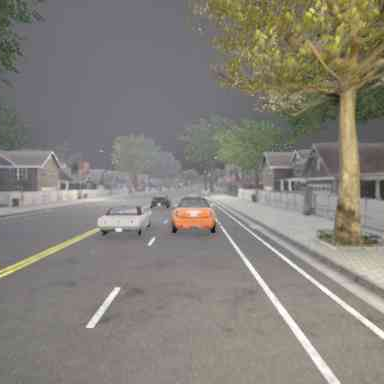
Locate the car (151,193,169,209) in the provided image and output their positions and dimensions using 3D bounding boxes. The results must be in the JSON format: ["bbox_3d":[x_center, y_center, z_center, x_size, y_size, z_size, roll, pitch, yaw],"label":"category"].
[{"bbox_3d":[-3.161,0.892,34.361,1.837,1.490,4.892,0,1,0],"label":"car"}]

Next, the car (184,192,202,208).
[{"bbox_3d":[0.088,0.837,35.934,1.882,1.535,5.008,0,1,0],"label":"car"}]

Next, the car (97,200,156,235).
[{"bbox_3d":[-3.156,1.303,16.584,1.895,1.301,4.718,0,1,0],"label":"car"}]

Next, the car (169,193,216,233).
[{"bbox_3d":[0.094,1.036,17.589,2.097,1.767,4.553,0,1,0],"label":"car"}]
